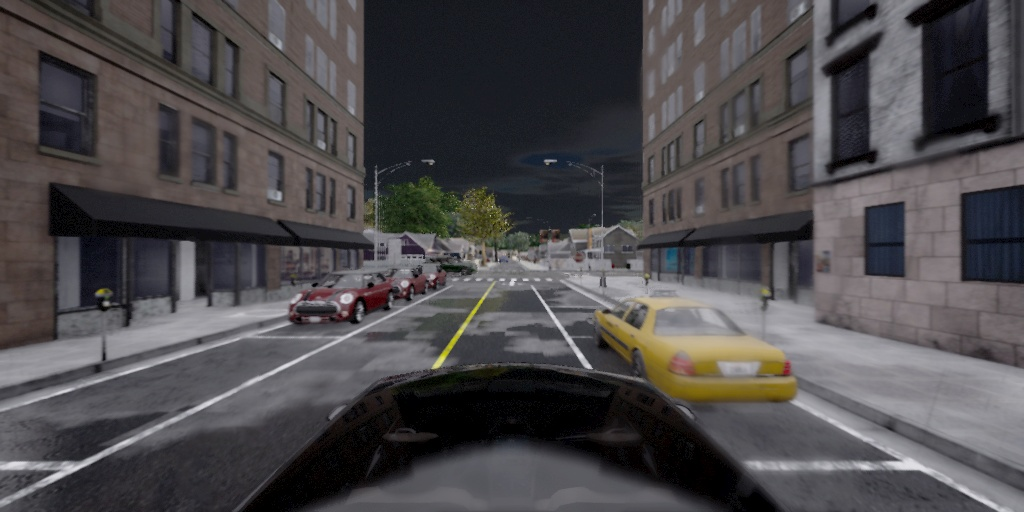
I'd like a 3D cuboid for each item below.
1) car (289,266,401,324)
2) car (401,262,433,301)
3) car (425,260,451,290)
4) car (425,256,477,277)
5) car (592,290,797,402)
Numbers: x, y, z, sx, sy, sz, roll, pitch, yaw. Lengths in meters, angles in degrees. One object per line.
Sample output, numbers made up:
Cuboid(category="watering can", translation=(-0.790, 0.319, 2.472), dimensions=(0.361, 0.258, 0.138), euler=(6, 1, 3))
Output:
Cuboid(category="car", translation=(-5.395, 1.215, 11.826), dimensions=(1.967, 1.591, 4.097), euler=(0, 0, 0))
Cuboid(category="car", translation=(-5.394, 1.228, 17.330), dimensions=(1.967, 1.591, 4.097), euler=(0, 0, 0))
Cuboid(category="car", translation=(-5.393, 1.242, 22.834), dimensions=(1.967, 1.591, 4.097), euler=(0, 0, 0))
Cuboid(category="car", translation=(-6.341, 1.054, 36.627), dimensions=(5.566, 2.045, 2.150), euler=(0, 0, 0))
Cuboid(category="car", translation=(2.652, 1.287, 6.495), dimensions=(1.751, 1.417, 4.829), euler=(0, 0, 0))
